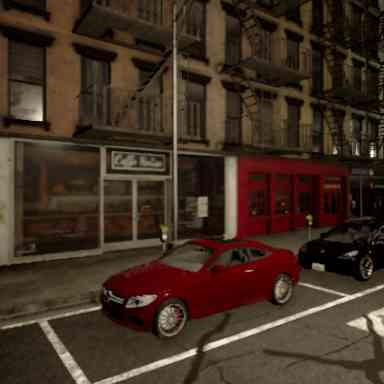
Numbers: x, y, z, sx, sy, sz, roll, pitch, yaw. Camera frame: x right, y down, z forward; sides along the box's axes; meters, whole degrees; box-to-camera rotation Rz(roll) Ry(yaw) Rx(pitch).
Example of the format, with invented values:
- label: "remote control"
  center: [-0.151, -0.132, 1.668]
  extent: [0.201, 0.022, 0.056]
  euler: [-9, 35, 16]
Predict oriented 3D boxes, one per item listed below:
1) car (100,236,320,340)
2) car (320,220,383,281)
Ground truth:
- label: "car"
  center: [0.373, 1.567, 6.452]
  extent: [4.206, 1.307, 1.802]
  euler: [0, 0, -35]
- label: "car"
  center: [5.000, 1.530, 9.741]
  extent: [4.313, 1.339, 1.947]
  euler: [0, 0, -35]
